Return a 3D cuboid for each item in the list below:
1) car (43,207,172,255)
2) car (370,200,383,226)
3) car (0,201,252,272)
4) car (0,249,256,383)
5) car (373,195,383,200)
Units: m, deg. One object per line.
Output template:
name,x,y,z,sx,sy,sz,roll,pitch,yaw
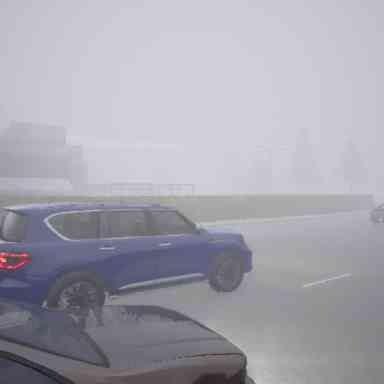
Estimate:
car,-3.477,1.491,14.163,4.902,1.511,2.128,0,0,-35
car,13.783,1.492,22.176,4.902,1.511,2.128,0,0,-36
car,-1.213,1.221,7.180,5.566,2.045,2.150,0,0,-36
car,-2.009,1.547,2.312,5.357,1.411,2.033,0,0,-35
car,45.129,1.525,80.239,2.128,1.511,4.902,0,0,11
